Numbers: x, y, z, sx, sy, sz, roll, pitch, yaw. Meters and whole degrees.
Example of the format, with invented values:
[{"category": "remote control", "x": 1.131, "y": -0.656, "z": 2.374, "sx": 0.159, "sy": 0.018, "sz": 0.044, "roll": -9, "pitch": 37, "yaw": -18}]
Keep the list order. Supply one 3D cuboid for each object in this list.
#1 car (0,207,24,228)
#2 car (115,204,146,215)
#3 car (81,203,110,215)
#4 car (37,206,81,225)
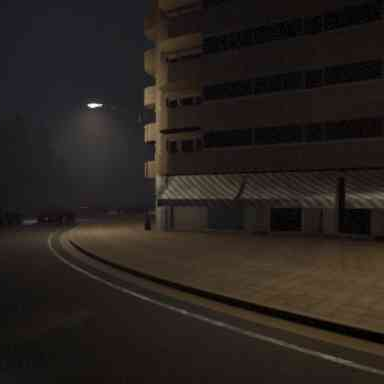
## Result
[{"category": "car", "x": -14.381, "y": 1.889, "z": 25.141, "sx": 2.128, "sy": 1.511, "sz": 4.902, "roll": 0, "pitch": -1, "yaw": -8}, {"category": "car", "x": -7.960, "y": 2.237, "z": 43.773, "sx": 1.895, "sy": 1.301, "sz": 4.718, "roll": -1, "pitch": -1, "yaw": 22}, {"category": "car", "x": -12.293, "y": 2.118, "z": 42.120, "sx": 2.128, "sy": 1.511, "sz": 4.902, "roll": 0, "pitch": -1, "yaw": 19}, {"category": "car", "x": -11.242, "y": 1.904, "z": 27.934, "sx": 1.882, "sy": 1.535, "sz": 5.008, "roll": 0, "pitch": 0, "yaw": -3}]
